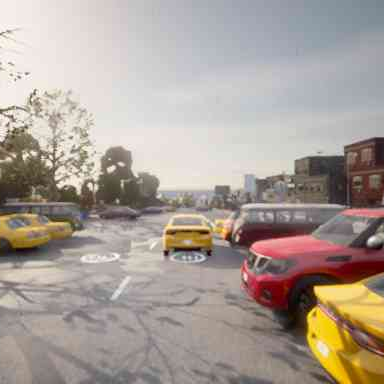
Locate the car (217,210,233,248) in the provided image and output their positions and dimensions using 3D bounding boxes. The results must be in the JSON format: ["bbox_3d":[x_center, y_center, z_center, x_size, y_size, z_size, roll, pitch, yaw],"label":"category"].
[{"bbox_3d":[3.691,1.611,15.764,4.553,1.767,2.185,0,-1,-1],"label":"car"}]

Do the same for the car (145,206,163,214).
[{"bbox_3d":[-8.901,3.801,67.445,4.674,1.452,2.002,0,-2,0],"label":"car"}]

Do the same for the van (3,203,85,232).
[{"bbox_3d":[-8.469,1.611,19.193,4.442,1.987,1.878,0,-1,-1],"label":"van"}]

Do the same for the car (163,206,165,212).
[{"bbox_3d":[-8.907,3.903,70.720,4.892,1.521,2.231,0,-2,0],"label":"car"}]

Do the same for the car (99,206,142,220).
[{"bbox_3d":[-8.791,2.625,39.965,4.674,1.452,2.002,0,-2,-1],"label":"car"}]

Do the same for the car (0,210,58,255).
[{"bbox_3d":[-8.709,1.701,13.731,5.366,1.575,1.946,0,-1,-1],"label":"car"}]

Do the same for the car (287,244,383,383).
[{"bbox_3d":[3.876,1.520,3.619,5.008,1.535,2.097,0,-1,-1],"label":"car"}]

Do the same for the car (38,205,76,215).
[{"bbox_3d":[-22.166,2.998,54.719,5.357,1.411,2.033,1,0,-1],"label":"car"}]

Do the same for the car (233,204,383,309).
[{"bbox_3d":[3.806,1.306,6.540,5.566,2.045,2.435,0,-1,-1],"label":"car"}]

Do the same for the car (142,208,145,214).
[{"bbox_3d":[-8.872,2.593,43.139,4.553,1.767,2.185,0,-2,0],"label":"car"}]

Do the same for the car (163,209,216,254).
[{"bbox_3d":[-0.182,1.713,14.535,1.882,1.535,5.008,0,-1,0],"label":"car"}]

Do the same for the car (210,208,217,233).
[{"bbox_3d":[3.874,1.809,18.680,5.366,1.575,1.946,0,-1,-1],"label":"car"}]

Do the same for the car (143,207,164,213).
[{"bbox_3d":[-8.926,4.217,77.134,4.674,1.452,2.002,0,-2,0],"label":"car"}]

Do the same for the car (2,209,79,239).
[{"bbox_3d":[-8.739,1.762,16.391,5.366,1.575,1.946,0,-1,-1],"label":"car"}]
